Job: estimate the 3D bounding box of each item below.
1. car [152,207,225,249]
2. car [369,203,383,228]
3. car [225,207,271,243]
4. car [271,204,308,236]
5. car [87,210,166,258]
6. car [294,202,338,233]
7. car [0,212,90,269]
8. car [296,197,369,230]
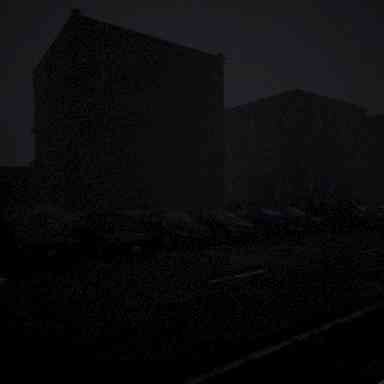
[{"bbox_3d":[-1.084,1.521,14.919,2.231,1.521,4.892,0,0,-36],"label":"car"},{"bbox_3d":[10.093,1.505,22.980,2.185,1.767,4.553,1,0,-36],"label":"car"},{"bbox_3d":[1.148,1.536,16.537,2.231,1.521,4.892,0,0,-36],"label":"car"},{"bbox_3d":[3.385,1.553,18.147,2.097,1.535,5.008,1,0,-36],"label":"car"},{"bbox_3d":[-3.293,1.538,13.271,2.163,1.488,4.792,0,0,-36],"label":"car"},{"bbox_3d":[5.610,1.575,19.773,2.097,1.535,5.008,1,0,-36],"label":"car"},{"bbox_3d":[-5.544,1.501,11.681,2.097,1.535,5.008,0,0,-36],"label":"car"},{"bbox_3d":[7.828,1.350,21.413,2.435,2.045,5.566,1,0,-36],"label":"car"}]
